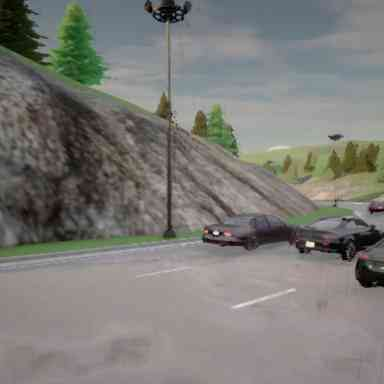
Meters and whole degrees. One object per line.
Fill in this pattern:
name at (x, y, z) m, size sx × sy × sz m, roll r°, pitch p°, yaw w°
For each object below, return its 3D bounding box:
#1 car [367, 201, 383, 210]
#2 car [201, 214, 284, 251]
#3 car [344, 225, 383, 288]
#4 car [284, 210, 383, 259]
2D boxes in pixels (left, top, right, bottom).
car at (22.695, 1.798, 40.732) m, size 1.994 × 1.385 × 4.181 m, roll 0°, pitch 0°, yaw 22°
car at (2.865, 1.671, 14.762) m, size 5.357 × 1.411 × 2.033 m, roll 0°, pitch -1°, yaw -40°
car at (5.889, 1.607, 8.337) m, size 4.181 × 1.385 × 1.994 m, roll 0°, pitch -1°, yaw -38°
car at (5.773, 1.610, 12.729) m, size 4.674 × 1.442 × 1.812 m, roll 0°, pitch -1°, yaw -40°
